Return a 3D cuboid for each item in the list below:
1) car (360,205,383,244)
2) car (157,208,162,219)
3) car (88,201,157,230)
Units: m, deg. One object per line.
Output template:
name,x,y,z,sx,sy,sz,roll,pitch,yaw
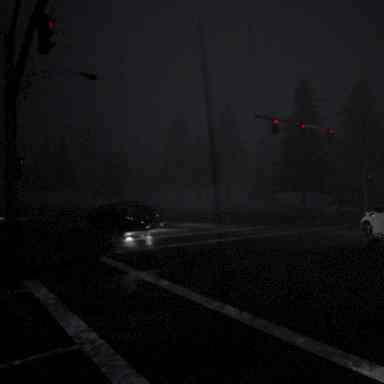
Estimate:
car,8.249,1.146,12.121,2.150,2.045,5.566,1,0,5
car,-4.442,1.394,24.839,4.902,1.511,2.128,0,0,35
car,-4.582,1.439,20.392,4.674,1.442,1.812,0,0,41
